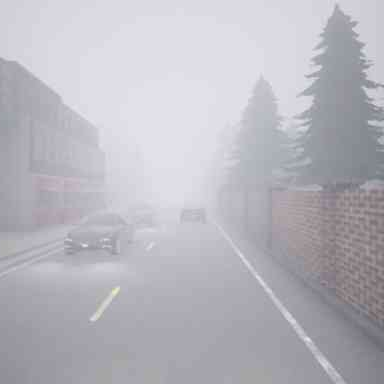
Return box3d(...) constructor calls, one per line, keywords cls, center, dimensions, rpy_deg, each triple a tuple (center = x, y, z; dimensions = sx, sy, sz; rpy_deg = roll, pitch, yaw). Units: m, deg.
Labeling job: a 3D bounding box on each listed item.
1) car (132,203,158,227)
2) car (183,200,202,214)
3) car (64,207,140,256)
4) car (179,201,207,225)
box3d(cls="car", center=(-3.504, 1.555, 23.577), dimensions=(1.837, 1.490, 4.892), rpy_deg=(0, 0, 1))
box3d(cls="car", center=(0.075, 1.643, 36.725), dimensions=(1.994, 1.385, 4.181), rpy_deg=(0, 0, 1))
box3d(cls="car", center=(-3.501, 1.535, 13.346), dimensions=(1.837, 1.490, 4.892), rpy_deg=(0, -1, 0))
box3d(cls="car", center=(0.085, 1.531, 24.754), dimensions=(1.882, 1.535, 5.008), rpy_deg=(0, 0, 0))
